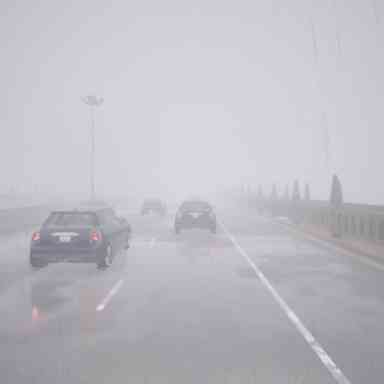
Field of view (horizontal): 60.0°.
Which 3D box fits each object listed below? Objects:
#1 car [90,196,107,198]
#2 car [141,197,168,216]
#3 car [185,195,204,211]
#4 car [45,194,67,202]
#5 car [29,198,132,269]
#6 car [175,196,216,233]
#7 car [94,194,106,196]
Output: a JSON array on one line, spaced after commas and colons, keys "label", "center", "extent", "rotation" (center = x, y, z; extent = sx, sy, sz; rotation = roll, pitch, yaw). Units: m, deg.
[{"label": "car", "center": [-6.796, 1.284, 23.592], "extent": [1.837, 1.490, 4.892], "rotation": [0, 0, 0]}, {"label": "car", "center": [-3.271, 1.245, 29.117], "extent": [1.837, 1.490, 4.892], "rotation": [0, 0, 0]}, {"label": "car", "center": [0.254, 1.164, 36.777], "extent": [1.882, 1.535, 5.008], "rotation": [0, 0, 0]}, {"label": "car", "center": [-20.777, 1.080, 51.030], "extent": [1.837, 1.490, 4.892], "rotation": [0, 0, 1]}, {"label": "car", "center": [-3.346, 1.243, 10.910], "extent": [2.097, 1.767, 4.553], "rotation": [0, 0, 0]}, {"label": "car", "center": [0.182, 1.181, 18.416], "extent": [2.097, 1.767, 4.553], "rotation": [0, 1, 0]}, {"label": "car", "center": [-13.795, 1.097, 49.209], "extent": [1.837, 1.490, 4.892], "rotation": [0, 0, 1]}]
